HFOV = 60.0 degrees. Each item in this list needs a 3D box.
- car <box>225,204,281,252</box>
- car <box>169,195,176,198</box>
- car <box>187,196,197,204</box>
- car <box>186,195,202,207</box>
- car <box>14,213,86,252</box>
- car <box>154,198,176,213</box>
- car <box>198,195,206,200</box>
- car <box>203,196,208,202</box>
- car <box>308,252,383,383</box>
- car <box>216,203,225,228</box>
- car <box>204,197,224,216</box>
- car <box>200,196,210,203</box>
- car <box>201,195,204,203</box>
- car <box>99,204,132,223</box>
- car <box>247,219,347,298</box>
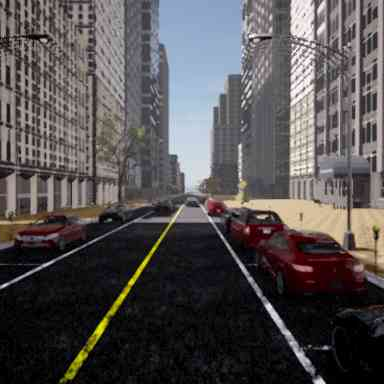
[{"bbox_3d":[2.684,1.439,13.899,1.967,1.590,4.097,-1,0,0],"label":"car"},{"bbox_3d":[-5.673,1.499,92.711,1.752,1.417,4.829,-1,0,0],"label":"car"},{"bbox_3d":[0.018,1.548,65.423,1.994,1.385,4.181,0,0,0],"label":"car"},{"bbox_3d":[0.015,1.540,50.333,2.033,1.411,5.357,0,0,0],"label":"car"},{"bbox_3d":[-5.695,1.581,13.902,1.802,1.307,4.206,-1,0,0],"label":"car"},{"bbox_3d":[-3.084,1.597,36.423,1.895,1.301,4.718,0,0,0],"label":"car"},{"bbox_3d":[2.708,1.524,92.897,2.008,1.369,4.403,-1,0,0],"label":"car"},{"bbox_3d":[2.693,1.539,42.112,1.887,1.381,4.507,-1,0,0],"label":"car"},{"bbox_3d":[2.683,1.566,2.614,1.947,1.339,4.313,-1,0,0],"label":"car"},{"bbox_3d":[2.687,1.564,19.541,1.947,1.339,4.313,-1,0,0],"label":"car"},{"bbox_3d":[2.359,1.522,32.089,1.812,1.442,4.674,0,0,0],"label":"car"},{"bbox_3d":[2.701,1.530,70.327,1.887,1.381,4.507,-1,0,0],"label":"car"},{"bbox_3d":[2.695,1.518,47.925,1.752,1.417,4.829,-1,0,0],"label":"car"},{"bbox_3d":[-5.693,1.564,25.184,1.947,1.339,4.313,-1,0,0],"label":"car"},{"bbox_3d":[2.684,1.581,8.256,1.802,1.307,4.206,-1,0,0],"label":"car"}]
